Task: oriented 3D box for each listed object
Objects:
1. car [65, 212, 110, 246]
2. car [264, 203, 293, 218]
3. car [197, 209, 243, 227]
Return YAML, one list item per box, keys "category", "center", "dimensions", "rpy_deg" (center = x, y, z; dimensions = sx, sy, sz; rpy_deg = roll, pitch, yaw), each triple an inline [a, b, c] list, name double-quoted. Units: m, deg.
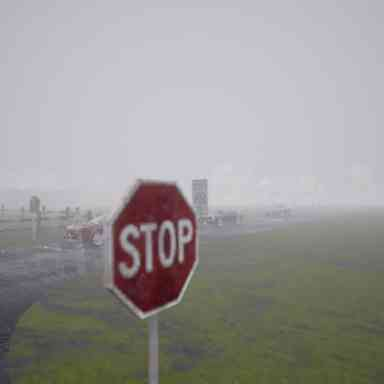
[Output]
- category: "car"
  center: [-4.120, 1.758, 17.238]
  dimensions: [1.882, 1.535, 5.008]
  rpy_deg: [-2, -2, 35]
- category: "car"
  center: [9.526, 2.005, 36.453]
  dimensions: [1.837, 1.490, 4.892]
  rpy_deg: [-2, -1, 36]
- category: "car"
  center: [2.186, 1.984, 26.124]
  dimensions: [1.895, 1.301, 4.718]
  rpy_deg: [-2, -2, 35]
